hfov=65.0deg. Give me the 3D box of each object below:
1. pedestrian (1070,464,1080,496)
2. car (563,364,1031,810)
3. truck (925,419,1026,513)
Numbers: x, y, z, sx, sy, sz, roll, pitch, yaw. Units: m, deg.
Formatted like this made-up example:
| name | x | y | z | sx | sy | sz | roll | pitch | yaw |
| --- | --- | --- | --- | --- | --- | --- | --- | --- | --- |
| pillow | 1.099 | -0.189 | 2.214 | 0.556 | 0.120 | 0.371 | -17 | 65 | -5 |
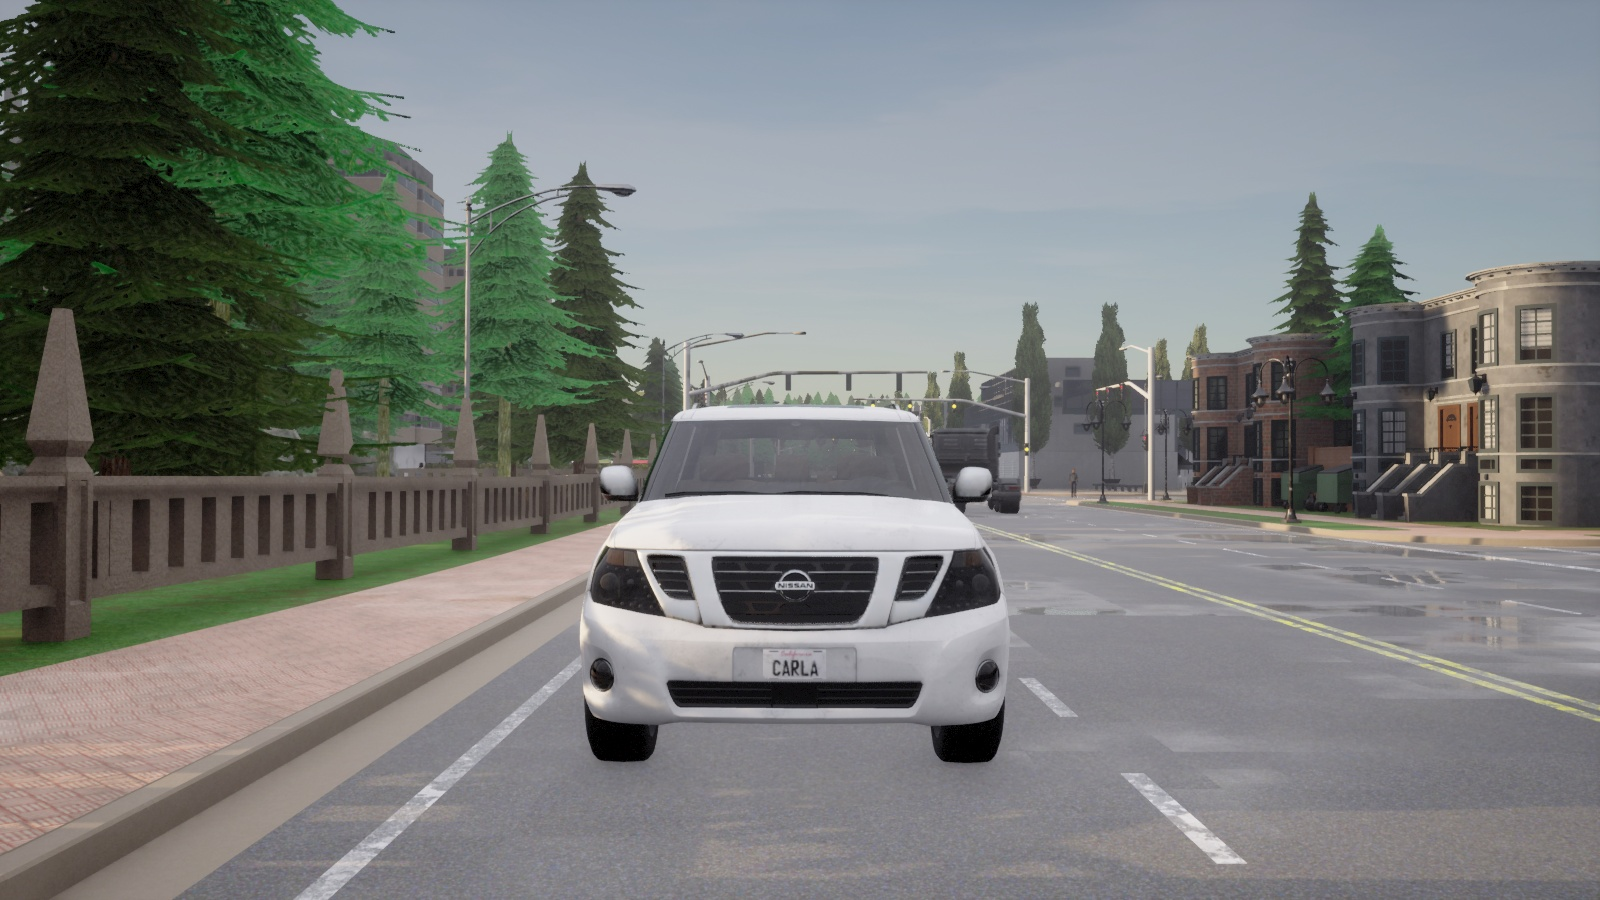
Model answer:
| name | x | y | z | sx | sy | sz | roll | pitch | yaw |
| --- | --- | --- | --- | --- | --- | --- | --- | --- | --- |
| pedestrian | 16.595 | 1.808 | 75.895 | 0.423 | 1.949 | 0.788 | 0 | -1 | 2 |
| car | -0.025 | 0.677 | 8.577 | 2.150 | 2.045 | 5.566 | 0 | -1 | 0 |
| truck | 6.858 | 0.646 | 50.200 | 2.891 | 3.462 | 7.936 | 0 | -1 | 0 |
